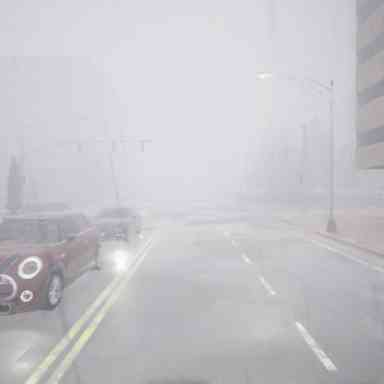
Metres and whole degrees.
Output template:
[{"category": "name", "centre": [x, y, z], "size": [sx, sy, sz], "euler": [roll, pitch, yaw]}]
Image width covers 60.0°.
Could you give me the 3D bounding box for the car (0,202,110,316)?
[{"category": "car", "centre": [-3.586, 1.289, 7.644], "size": [2.097, 1.767, 4.553], "euler": [0, 1, 0]}]

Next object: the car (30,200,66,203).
[{"category": "car", "centre": [-7.002, 1.226, 15.465], "size": [2.097, 1.767, 4.553], "euler": [0, 0, 0]}]

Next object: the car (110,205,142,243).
[{"category": "car", "centre": [-3.502, 1.386, 15.437], "size": [1.837, 1.490, 4.892], "euler": [0, 0, 0]}]
